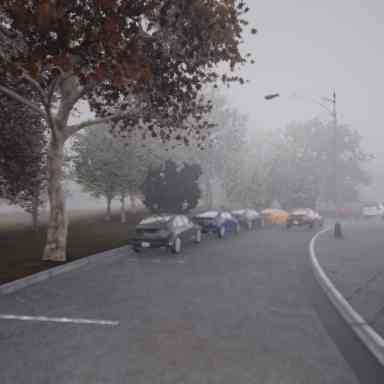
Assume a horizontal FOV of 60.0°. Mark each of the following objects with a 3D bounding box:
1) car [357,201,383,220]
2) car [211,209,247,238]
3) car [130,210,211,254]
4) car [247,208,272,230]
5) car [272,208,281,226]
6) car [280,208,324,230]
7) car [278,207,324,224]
[{"bbox_3d":[21.327,2.038,37.091,5.566,2.045,2.150,1,-4,-32],"label":"car"},{"bbox_3d":[1.420,1.828,19.900,2.097,1.535,5.008,-2,-3,24],"label":"car"},{"bbox_3d":[-0.990,1.688,14.560,2.231,1.521,4.892,-1,-1,18],"label":"car"},{"bbox_3d":[3.979,1.999,24.967,2.231,1.521,4.892,-2,-3,30],"label":"car"},{"bbox_3d":[7.238,2.189,29.511,2.097,1.535,5.008,-3,-3,38],"label":"car"},{"bbox_3d":[8.442,1.978,24.771,1.812,1.442,4.674,-3,-3,34],"label":"car"},{"bbox_3d":[11.115,2.346,33.741,4.892,1.521,2.231,2,-4,-43],"label":"car"}]
